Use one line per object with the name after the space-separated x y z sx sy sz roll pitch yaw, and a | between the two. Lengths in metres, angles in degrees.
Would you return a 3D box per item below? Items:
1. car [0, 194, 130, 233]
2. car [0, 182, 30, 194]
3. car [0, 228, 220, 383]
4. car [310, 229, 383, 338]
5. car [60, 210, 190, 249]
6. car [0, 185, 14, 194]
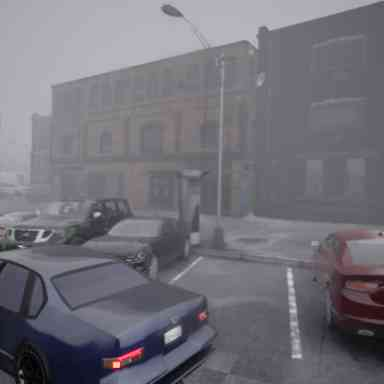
-3.932 1.218 11.747 2.435 2.045 5.566 1 -1 14 | car
-26.221 -0.414 48.297 5.566 2.045 2.435 1 6 6 | car
-2.255 1.543 4.928 5.357 1.411 2.033 0 0 35 | car
3.504 1.478 6.598 2.097 1.535 5.008 0 -1 15 | car
-1.436 1.473 10.068 2.097 1.535 5.008 1 -1 14 | car
-27.581 0.166 45.632 4.674 1.452 2.002 1 6 6 | car
